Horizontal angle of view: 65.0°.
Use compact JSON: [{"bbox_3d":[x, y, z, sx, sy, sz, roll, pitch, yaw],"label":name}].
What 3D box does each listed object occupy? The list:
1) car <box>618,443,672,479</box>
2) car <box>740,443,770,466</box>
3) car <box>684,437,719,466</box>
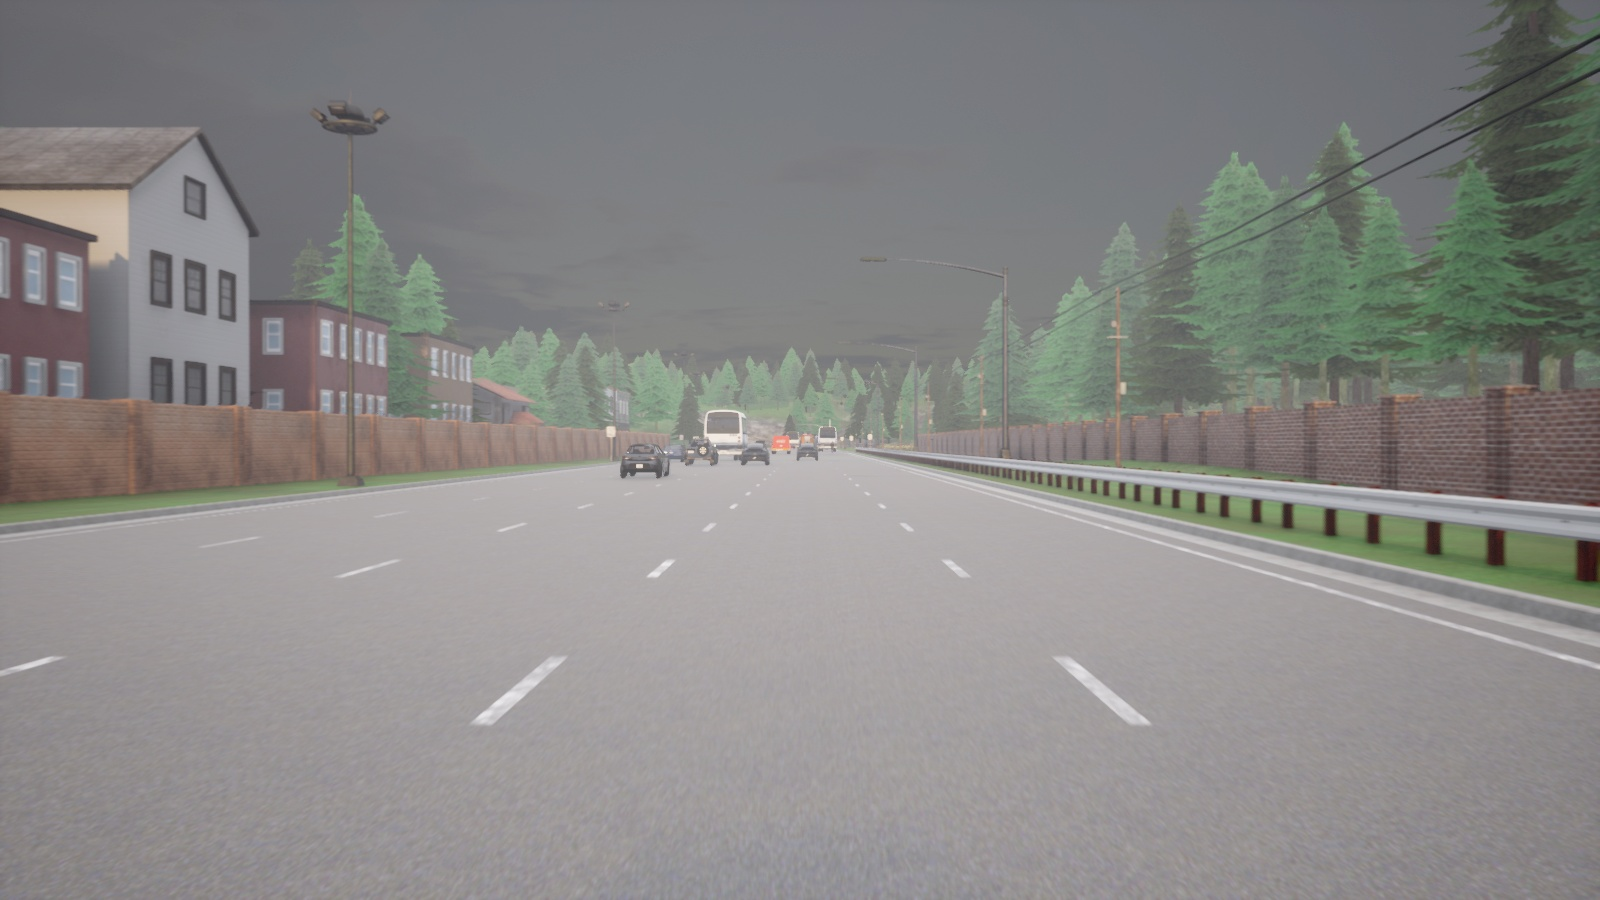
[{"bbox_3d":[-6.676,0.451,54.432,1.816,1.474,4.193,0,0,0],"label":"car"},{"bbox_3d":[-3.002,0.275,84.971,1.837,1.490,4.892,0,0,0],"label":"car"},{"bbox_3d":[-6.513,0.094,83.217,1.932,1.855,4.605,0,0,0],"label":"car"}]
